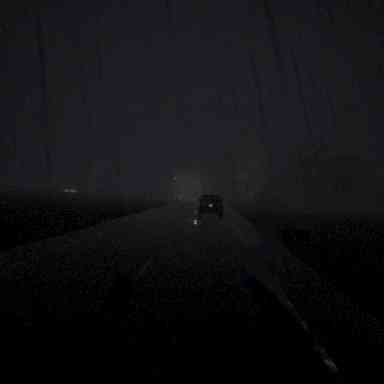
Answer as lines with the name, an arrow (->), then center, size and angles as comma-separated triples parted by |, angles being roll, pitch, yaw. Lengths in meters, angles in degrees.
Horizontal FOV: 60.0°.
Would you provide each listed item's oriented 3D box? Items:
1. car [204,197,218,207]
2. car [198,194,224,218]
car -> 2.995, 1.550, 53.275 | 2.033, 1.411, 5.357 | 2, 0, 3
car -> 1.721, 1.223, 30.459 | 2.150, 2.045, 5.566 | 2, 0, 3
